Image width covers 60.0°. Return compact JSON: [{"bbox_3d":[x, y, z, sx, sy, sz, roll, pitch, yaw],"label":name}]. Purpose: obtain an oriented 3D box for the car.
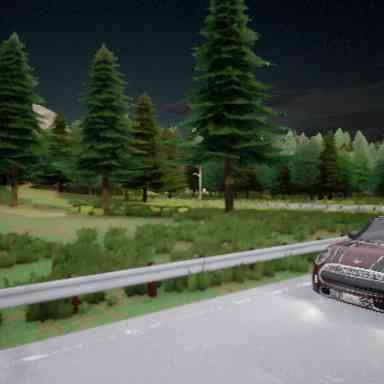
[{"bbox_3d":[4.689,1.303,7.266,4.553,1.767,2.097,0,0,-35],"label":"car"}]
